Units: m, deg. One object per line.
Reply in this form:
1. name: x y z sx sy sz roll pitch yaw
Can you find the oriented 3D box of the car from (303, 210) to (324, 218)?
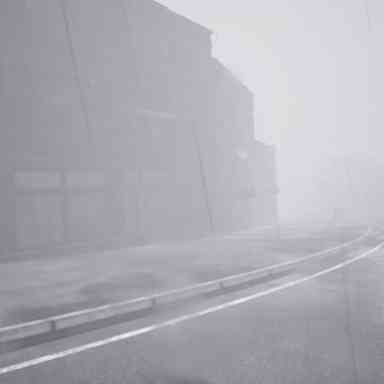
1. car: 21.003 3.781 57.858 1.812 1.442 4.674 -2 -5 -8
